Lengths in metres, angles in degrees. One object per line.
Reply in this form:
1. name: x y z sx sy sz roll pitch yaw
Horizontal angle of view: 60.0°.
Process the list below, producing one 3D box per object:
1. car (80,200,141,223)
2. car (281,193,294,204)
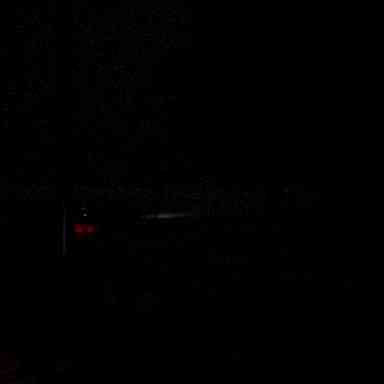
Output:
1. car: -5.881 1.352 24.602 2.128 1.511 4.902 3 2 35
2. car: 17.155 1.130 61.101 2.150 2.045 5.566 3 1 30
